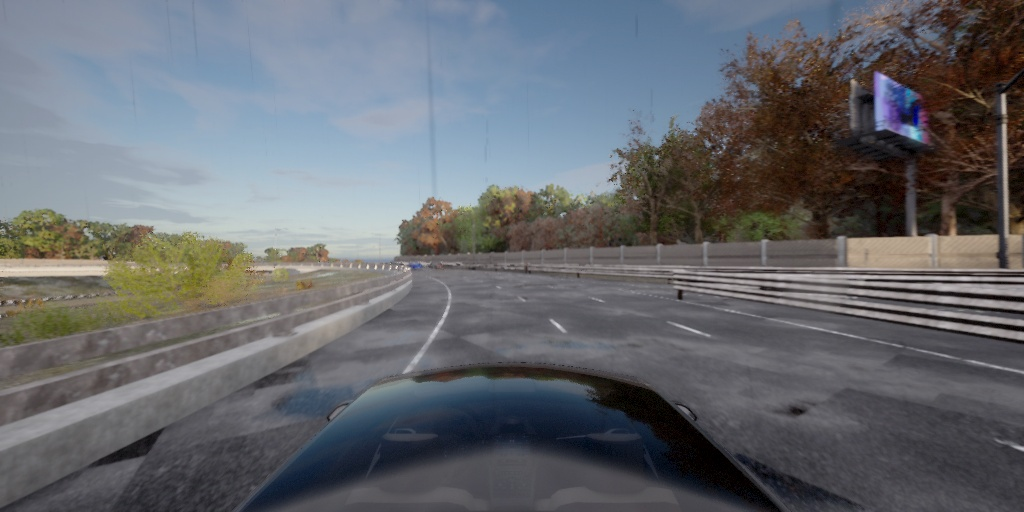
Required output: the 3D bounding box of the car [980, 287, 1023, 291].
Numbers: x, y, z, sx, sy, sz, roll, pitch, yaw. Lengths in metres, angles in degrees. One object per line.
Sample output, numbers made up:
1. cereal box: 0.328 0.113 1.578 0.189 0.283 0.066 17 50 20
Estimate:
1. car: 20.552 1.241 12.935 4.674 1.442 1.812 -1 -1 31
